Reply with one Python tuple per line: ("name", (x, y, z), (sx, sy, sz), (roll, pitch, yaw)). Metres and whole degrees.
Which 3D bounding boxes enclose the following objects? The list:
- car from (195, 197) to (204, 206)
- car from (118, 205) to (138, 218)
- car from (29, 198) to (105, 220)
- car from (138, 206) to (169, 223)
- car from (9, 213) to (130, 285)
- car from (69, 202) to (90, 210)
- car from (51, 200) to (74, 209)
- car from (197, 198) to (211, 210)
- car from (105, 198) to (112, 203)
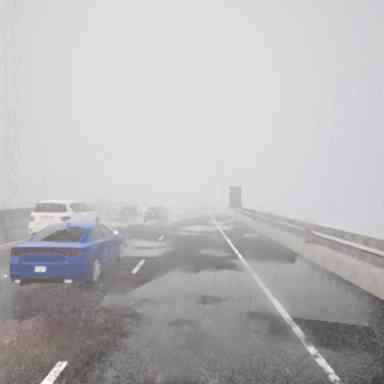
("car", (1.711, 2.469, 76.072), (1.837, 1.490, 4.892), (0, -1, 3))
("car", (-6.512, 2.028, 35.459), (1.994, 1.385, 4.181), (0, -1, 1))
("car", (-6.790, 1.458, 18.291), (2.150, 2.045, 5.566), (0, -1, 1))
("car", (-3.130, 1.932, 29.552), (2.033, 1.411, 5.357), (0, -1, 1))
("car", (-3.364, 1.605, 9.900), (1.882, 1.535, 5.008), (0, -1, 0))
("car", (-19.981, 2.398, 59.196), (1.895, 1.301, 4.718), (0, -1, 2))
("car", (-23.444, 2.293, 60.421), (1.882, 1.535, 5.008), (0, -1, 2))
("car", (2.203, 2.291, 57.232), (1.812, 1.442, 4.674), (0, -1, 2))
("car", (-16.411, 2.048, 61.286), (2.150, 2.045, 5.566), (0, -1, 3))
